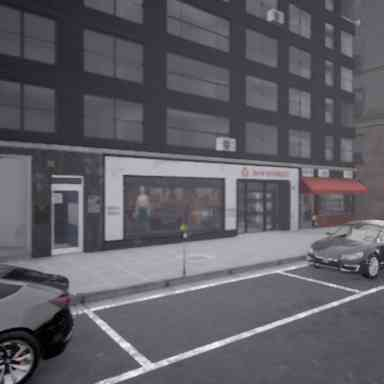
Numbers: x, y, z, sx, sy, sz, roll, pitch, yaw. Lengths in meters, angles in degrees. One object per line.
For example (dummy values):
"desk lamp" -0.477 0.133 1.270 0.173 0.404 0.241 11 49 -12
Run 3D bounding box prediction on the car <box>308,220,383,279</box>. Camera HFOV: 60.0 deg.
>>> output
"car" 5.263 1.551 9.942 4.403 1.369 2.008 0 0 -36

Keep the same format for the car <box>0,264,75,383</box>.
"car" -3.545 1.566 3.658 4.313 1.339 1.947 0 0 -36
